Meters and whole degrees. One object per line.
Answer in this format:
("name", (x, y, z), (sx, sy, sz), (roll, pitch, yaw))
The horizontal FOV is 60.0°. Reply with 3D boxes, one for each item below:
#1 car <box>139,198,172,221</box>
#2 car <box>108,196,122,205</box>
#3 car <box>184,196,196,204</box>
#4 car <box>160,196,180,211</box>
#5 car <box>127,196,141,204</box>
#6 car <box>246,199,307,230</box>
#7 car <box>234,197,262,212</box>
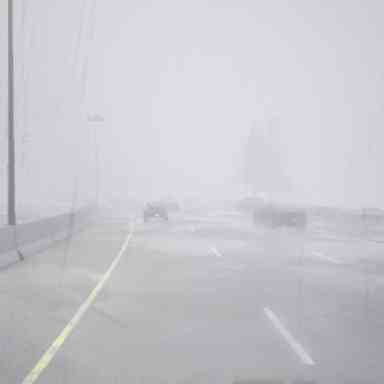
("car", (-3.099, 1.518, 27.302), (1.837, 1.490, 4.892), (0, 0, -11))
("car", (-14.649, 1.576, 63.326), (2.128, 1.511, 4.902), (0, 0, -25))
("car", (-0.351, 1.472, 64.763), (2.128, 1.511, 4.902), (-1, 0, -10))
("car", (-2.798, 1.532, 41.203), (1.812, 1.442, 4.674), (0, 0, -16))
("car", (-11.061, 1.536, 63.935), (1.882, 1.535, 5.008), (0, 0, -24))
("car", (5.274, 1.432, 20.754), (1.882, 1.535, 5.008), (0, 0, -9))
("car", (6.041, 1.296, 34.820), (2.097, 1.767, 4.553), (-1, 0, -13))
